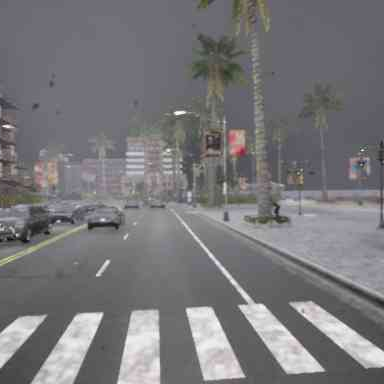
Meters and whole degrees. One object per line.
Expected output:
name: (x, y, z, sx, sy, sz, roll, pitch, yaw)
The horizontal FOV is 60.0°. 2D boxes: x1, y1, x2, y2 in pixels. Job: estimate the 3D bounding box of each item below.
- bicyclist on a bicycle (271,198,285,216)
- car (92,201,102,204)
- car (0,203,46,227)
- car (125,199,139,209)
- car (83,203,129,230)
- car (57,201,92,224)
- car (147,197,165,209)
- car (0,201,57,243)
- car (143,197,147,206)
bicyclist on a bicycle: (5.294, 1.222, 21.722, 1.656, 1.620, 0.582, -1, 0, -6)
car: (-10.794, 1.726, 36.828, 2.033, 1.411, 5.357, -1, 0, -6)
car: (-13.205, 1.692, 25.874, 1.882, 1.535, 5.008, -1, 0, -6)
car: (-8.707, 1.713, 47.878, 1.994, 1.385, 4.181, -1, 0, -12)
car: (-5.579, 1.657, 22.049, 1.994, 1.385, 4.181, -1, 0, -6)
car: (-9.717, 1.707, 26.221, 2.033, 1.411, 5.357, -1, 0, -6)
car: (-4.911, 1.652, 46.943, 1.994, 1.385, 4.181, -1, 0, -10)
car: (-8.750, 1.494, 16.800, 2.097, 1.767, 4.553, -1, 0, -6)
car: (-7.198, 1.618, 56.531, 2.128, 1.511, 4.902, -1, 0, -18)
